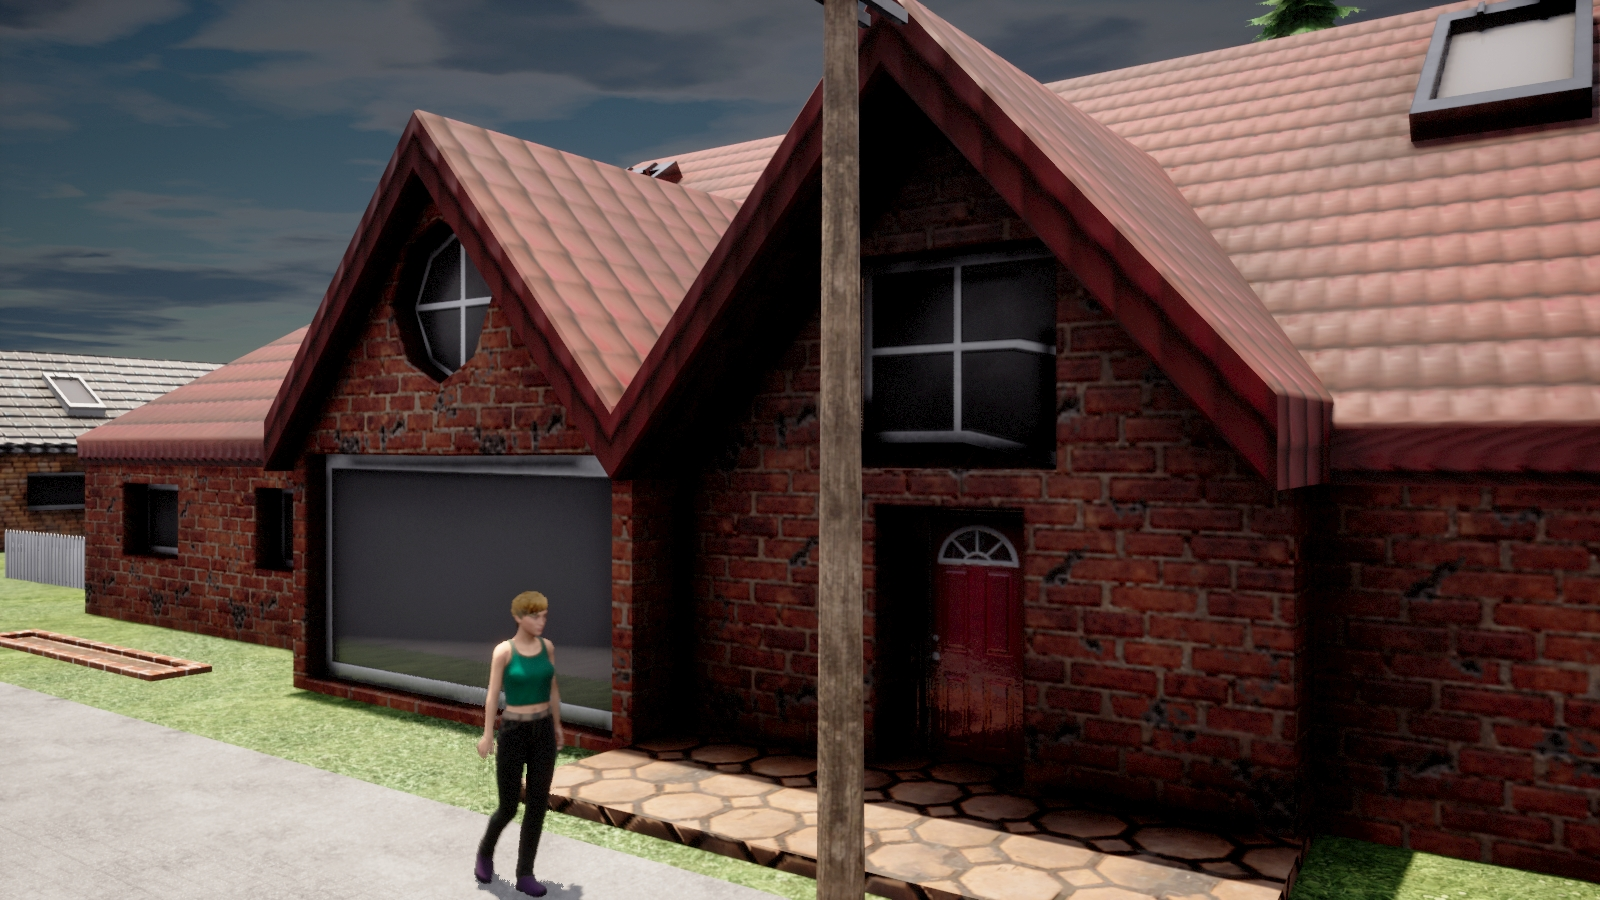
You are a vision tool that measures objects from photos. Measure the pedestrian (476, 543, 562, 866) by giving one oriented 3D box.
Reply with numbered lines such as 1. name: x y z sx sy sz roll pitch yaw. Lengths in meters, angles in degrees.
1. pedestrian: -1.721 1.524 6.998 0.375 1.860 0.375 0 0 -44
